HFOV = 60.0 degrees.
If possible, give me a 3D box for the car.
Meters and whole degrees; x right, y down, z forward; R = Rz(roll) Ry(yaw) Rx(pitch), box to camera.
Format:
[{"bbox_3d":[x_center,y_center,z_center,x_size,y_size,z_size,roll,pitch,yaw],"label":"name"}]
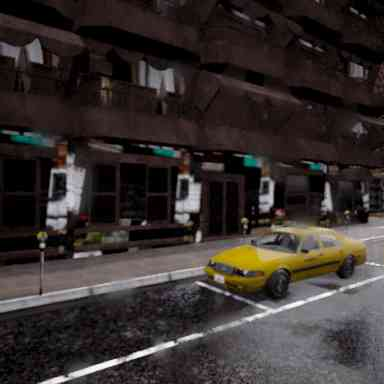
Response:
[{"bbox_3d":[2.542,1.484,8.357,4.829,1.417,1.752,0,1,-35],"label":"car"}]
